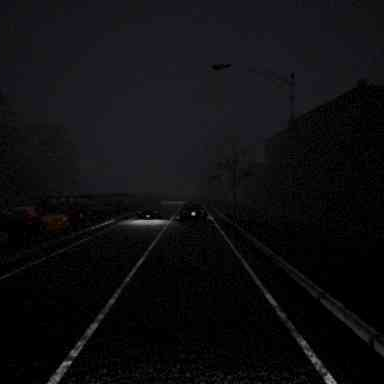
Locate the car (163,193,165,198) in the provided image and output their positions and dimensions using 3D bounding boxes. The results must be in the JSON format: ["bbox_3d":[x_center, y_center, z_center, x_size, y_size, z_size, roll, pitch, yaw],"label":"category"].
[{"bbox_3d":[-8.956,1.328,72.968,4.674,1.452,2.002,0,0,0],"label":"car"}]

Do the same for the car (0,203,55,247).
[{"bbox_3d":[-8.870,1.407,14.099,5.008,1.535,2.097,0,0,0],"label":"car"}]

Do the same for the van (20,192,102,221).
[{"bbox_3d":[-8.771,1.165,22.506,4.442,1.987,1.878,0,0,0],"label":"van"}]

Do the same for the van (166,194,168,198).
[{"bbox_3d":[-8.854,1.003,81.378,4.442,1.987,1.878,0,1,0],"label":"van"}]

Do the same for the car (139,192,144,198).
[{"bbox_3d":[-8.884,1.231,42.129,4.553,1.767,2.185,0,0,0],"label":"car"}]

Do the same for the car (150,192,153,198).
[{"bbox_3d":[-8.895,1.095,47.735,5.566,2.045,2.435,0,0,0],"label":"car"}]

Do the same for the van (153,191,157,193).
[{"bbox_3d":[-9.056,1.101,58.948,4.442,1.987,1.878,0,0,0],"label":"van"}]

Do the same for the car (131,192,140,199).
[{"bbox_3d":[-8.880,1.236,39.325,4.553,1.767,2.185,0,0,0],"label":"car"}]

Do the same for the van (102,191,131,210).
[{"bbox_3d":[-8.787,1.145,33.719,4.442,1.987,1.878,0,0,0],"label":"van"}]

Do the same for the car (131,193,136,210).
[{"bbox_3d":[-8.939,1.241,36.522,4.553,1.767,2.185,0,0,0],"label":"car"}]

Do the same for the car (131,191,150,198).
[{"bbox_3d":[-8.891,1.100,44.931,5.566,2.045,2.435,0,0,0],"label":"car"}]

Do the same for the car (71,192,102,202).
[{"bbox_3d":[-22.005,1.052,69.525,5.566,2.045,2.435,0,0,0],"label":"car"}]

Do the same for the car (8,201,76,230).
[{"bbox_3d":[-9.065,1.398,16.899,5.366,1.575,1.946,0,0,0],"label":"car"}]

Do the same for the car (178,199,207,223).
[{"bbox_3d":[0.099,1.478,24.974,1.994,1.385,4.181,0,0,0],"label":"car"}]

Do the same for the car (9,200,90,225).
[{"bbox_3d":[-8.913,1.426,19.702,4.792,1.488,2.163,0,0,0],"label":"car"}]

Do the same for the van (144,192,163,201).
[{"bbox_3d":[-9.084,1.025,78.576,4.442,1.987,1.878,0,0,0],"label":"van"}]

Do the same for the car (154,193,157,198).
[{"bbox_3d":[-8.929,1.333,56.145,4.892,1.521,2.231,0,0,0],"label":"car"}]

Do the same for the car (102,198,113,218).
[{"bbox_3d":[-8.862,1.416,25.309,4.792,1.488,2.163,0,0,0],"label":"car"}]

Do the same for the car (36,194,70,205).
[{"bbox_3d":[-22.041,1.213,52.869,4.553,1.767,2.185,0,0,0],"label":"car"}]

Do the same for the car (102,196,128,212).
[{"bbox_3d":[-8.894,1.376,30.916,5.008,1.535,2.097,0,0,0],"label":"car"}]

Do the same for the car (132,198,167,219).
[{"bbox_3d":[-3.351,1.456,28.092,2.033,1.411,5.357,0,0,0],"label":"car"}]

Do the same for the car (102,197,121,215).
[{"bbox_3d":[-8.866,1.411,28.112,4.792,1.488,2.163,0,0,0],"label":"car"}]

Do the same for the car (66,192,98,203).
[{"bbox_3d":[-22.058,1.062,66.748,5.566,2.045,2.435,0,0,0],"label":"car"}]

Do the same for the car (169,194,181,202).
[{"bbox_3d":[-3.254,1.311,69.190,1.812,1.442,4.674,0,0,0],"label":"car"}]

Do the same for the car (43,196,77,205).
[{"bbox_3d":[-21.986,1.363,55.646,4.792,1.488,2.163,0,0,0],"label":"car"}]

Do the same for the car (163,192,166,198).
[{"bbox_3d":[-8.992,1.302,75.776,4.792,1.488,2.163,0,0,0],"label":"car"}]

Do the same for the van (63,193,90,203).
[{"bbox_3d":[-22.143,1.093,63.972,4.442,1.987,1.878,0,0,0],"label":"van"}]

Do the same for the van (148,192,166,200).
[{"bbox_3d":[-9.096,0.950,86.988,4.442,1.987,1.878,0,1,0],"label":"van"}]

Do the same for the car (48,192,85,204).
[{"bbox_3d":[-22.047,1.077,58.421,5.566,2.045,2.435,0,0,0],"label":"car"}]

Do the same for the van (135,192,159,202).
[{"bbox_3d":[-9.068,1.085,67.356,4.442,1.987,1.878,0,0,0],"label":"van"}]

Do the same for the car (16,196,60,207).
[{"bbox_3d":[-21.817,1.345,47.319,5.366,1.575,1.946,0,0,0],"label":"car"}]

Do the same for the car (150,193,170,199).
[{"bbox_3d":[-8.802,1.119,92.597,5.366,1.575,1.946,0,1,0],"label":"car"}]

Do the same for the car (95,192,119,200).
[{"bbox_3d":[-22.029,0.933,86.182,5.566,2.045,2.435,0,1,0],"label":"car"}]

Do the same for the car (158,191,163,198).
[{"bbox_3d":[-8.919,1.065,64.555,5.566,2.045,2.435,0,0,0],"label":"car"}]

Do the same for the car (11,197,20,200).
[{"bbox_3d":[-22.004,1.354,44.542,4.892,1.521,2.231,0,0,0],"label":"car"}]
